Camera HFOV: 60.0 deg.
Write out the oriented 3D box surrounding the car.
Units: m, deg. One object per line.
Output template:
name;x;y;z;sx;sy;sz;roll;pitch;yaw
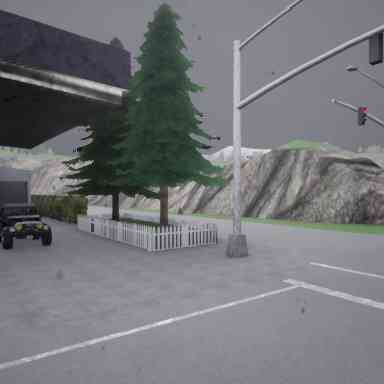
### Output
car;-8.062;1.505;15.793;1.905;1.878;3.866;0;0;-37
